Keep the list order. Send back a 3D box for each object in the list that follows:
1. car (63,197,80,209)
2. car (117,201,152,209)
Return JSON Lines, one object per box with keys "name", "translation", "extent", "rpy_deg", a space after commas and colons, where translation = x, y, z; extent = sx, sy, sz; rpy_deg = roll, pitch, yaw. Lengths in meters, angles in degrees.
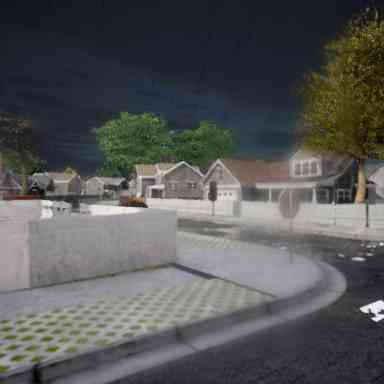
{"name": "car", "translation": [-16.580, 1.494, 45.498], "extent": [1.837, 1.490, 4.892], "rpy_deg": [0, -1, -27]}
{"name": "car", "translation": [-4.527, 1.497, 26.447], "extent": [1.837, 1.490, 4.892], "rpy_deg": [0, 0, -35]}
